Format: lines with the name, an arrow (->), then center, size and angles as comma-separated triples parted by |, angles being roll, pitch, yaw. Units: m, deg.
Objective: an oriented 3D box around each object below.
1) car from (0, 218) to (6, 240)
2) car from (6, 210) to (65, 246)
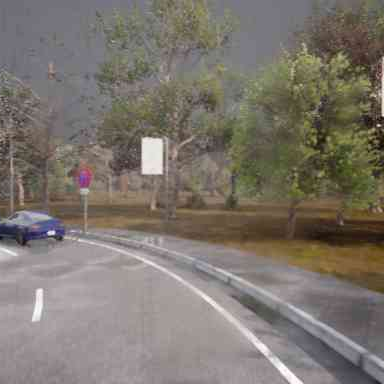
car -> -8.441, 1.597, 12.025 | 1.837, 1.490, 4.892 | 1, -1, -42
car -> -7.676, 1.595, 15.694 | 4.674, 1.442, 1.812 | -1, 0, 43
